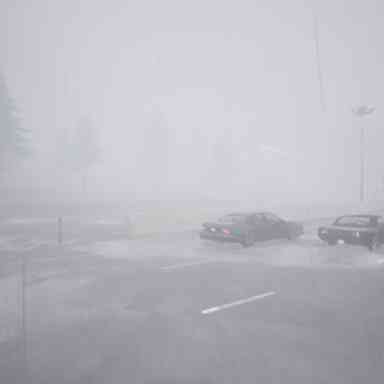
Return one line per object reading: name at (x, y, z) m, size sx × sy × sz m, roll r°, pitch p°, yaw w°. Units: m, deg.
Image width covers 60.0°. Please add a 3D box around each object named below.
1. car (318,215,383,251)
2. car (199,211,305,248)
car at (7.416, 1.607, 14.129) m, size 4.718 × 1.301 × 1.895 m, roll 0°, pitch 0°, yaw -39°
car at (2.819, 1.559, 14.899) m, size 5.357 × 1.411 × 2.033 m, roll 0°, pitch 0°, yaw -38°
